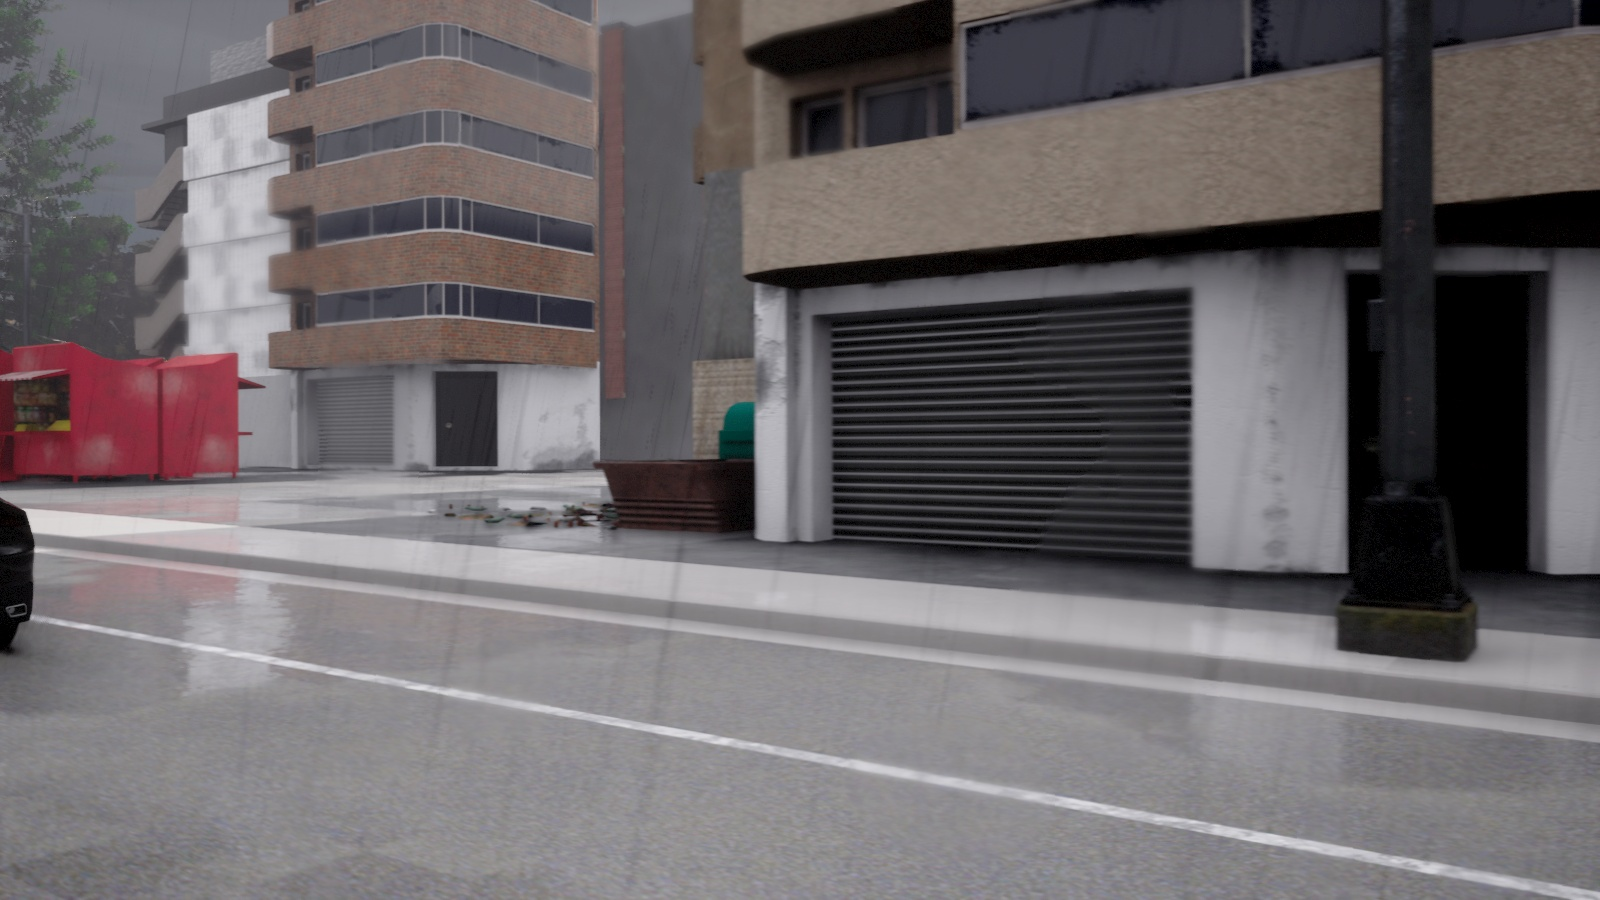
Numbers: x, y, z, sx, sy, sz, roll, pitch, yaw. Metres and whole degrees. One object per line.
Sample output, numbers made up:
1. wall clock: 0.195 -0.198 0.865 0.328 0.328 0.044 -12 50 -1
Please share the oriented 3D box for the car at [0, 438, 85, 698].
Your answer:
1. car: -6.896 0.689 8.206 4.892 1.490 1.837 0 1 34
